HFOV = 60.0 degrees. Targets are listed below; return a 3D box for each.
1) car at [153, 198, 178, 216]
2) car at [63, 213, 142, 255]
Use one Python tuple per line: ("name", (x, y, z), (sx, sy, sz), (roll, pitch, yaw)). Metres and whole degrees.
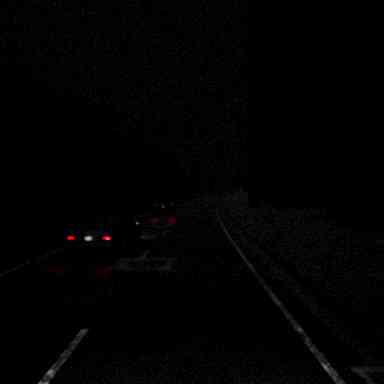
("car", (-2.564, 1.394, 33.281), (2.097, 1.767, 4.553), (0, 0, 3))
("car", (-3.312, 1.565, 13.293), (2.033, 1.411, 5.357), (0, 0, 1))
